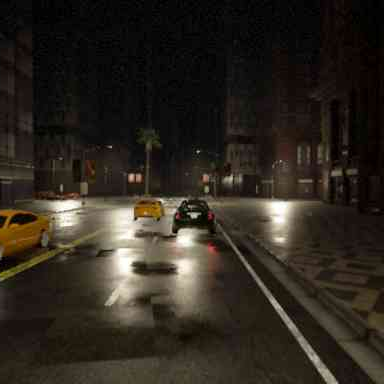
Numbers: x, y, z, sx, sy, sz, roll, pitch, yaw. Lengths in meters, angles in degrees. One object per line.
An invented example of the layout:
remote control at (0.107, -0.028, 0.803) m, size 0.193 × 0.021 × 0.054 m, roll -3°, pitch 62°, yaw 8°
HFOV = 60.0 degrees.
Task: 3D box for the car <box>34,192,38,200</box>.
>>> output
car at (-30.565, 0.981, 59.954) m, size 4.313 × 1.339 × 1.947 m, roll 0°, pitch 1°, yaw -1°

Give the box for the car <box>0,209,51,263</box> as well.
car at (-6.520, 1.374, 11.170) m, size 1.882 × 1.535 × 5.008 m, roll 0°, pitch 0°, yaw 0°

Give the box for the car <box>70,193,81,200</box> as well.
car at (-25.054, 0.908, 68.564) m, size 4.206 × 1.307 × 1.802 m, roll 0°, pitch 1°, yaw -1°

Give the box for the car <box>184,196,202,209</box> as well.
car at (0.108, 1.183, 40.576) m, size 2.033 × 1.411 × 5.357 m, roll 0°, pitch 0°, yaw 0°

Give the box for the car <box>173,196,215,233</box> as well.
car at (0.104, 1.182, 18.371) m, size 2.097 × 1.767 × 4.553 m, roll 0°, pitch 1°, yaw 0°

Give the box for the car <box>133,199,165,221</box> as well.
car at (-3.146, 1.248, 24.947) m, size 1.882 × 1.535 × 5.008 m, roll 0°, pitch 0°, yaw 0°

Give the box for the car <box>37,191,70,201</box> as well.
car at (-24.925, 1.000, 60.041) m, size 4.313 × 1.339 × 1.947 m, roll 0°, pitch 1°, yaw -1°
